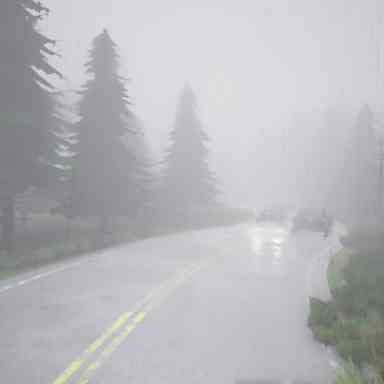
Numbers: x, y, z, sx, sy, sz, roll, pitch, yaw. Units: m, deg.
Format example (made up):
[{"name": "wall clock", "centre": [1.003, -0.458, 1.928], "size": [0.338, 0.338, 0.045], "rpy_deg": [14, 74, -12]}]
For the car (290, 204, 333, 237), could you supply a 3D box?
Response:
[{"name": "car", "centre": [7.887, 1.704, 21.451], "size": [2.097, 1.767, 4.553], "rpy_deg": [4, 1, 26]}]

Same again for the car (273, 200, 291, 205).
[{"name": "car", "centre": [12.390, 1.866, 46.160], "size": [1.882, 1.535, 5.008], "rpy_deg": [1, 0, -5]}]

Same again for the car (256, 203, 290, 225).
[{"name": "car", "centre": [6.344, 1.819, 26.325], "size": [1.895, 1.301, 4.718], "rpy_deg": [3, 0, 21]}]
